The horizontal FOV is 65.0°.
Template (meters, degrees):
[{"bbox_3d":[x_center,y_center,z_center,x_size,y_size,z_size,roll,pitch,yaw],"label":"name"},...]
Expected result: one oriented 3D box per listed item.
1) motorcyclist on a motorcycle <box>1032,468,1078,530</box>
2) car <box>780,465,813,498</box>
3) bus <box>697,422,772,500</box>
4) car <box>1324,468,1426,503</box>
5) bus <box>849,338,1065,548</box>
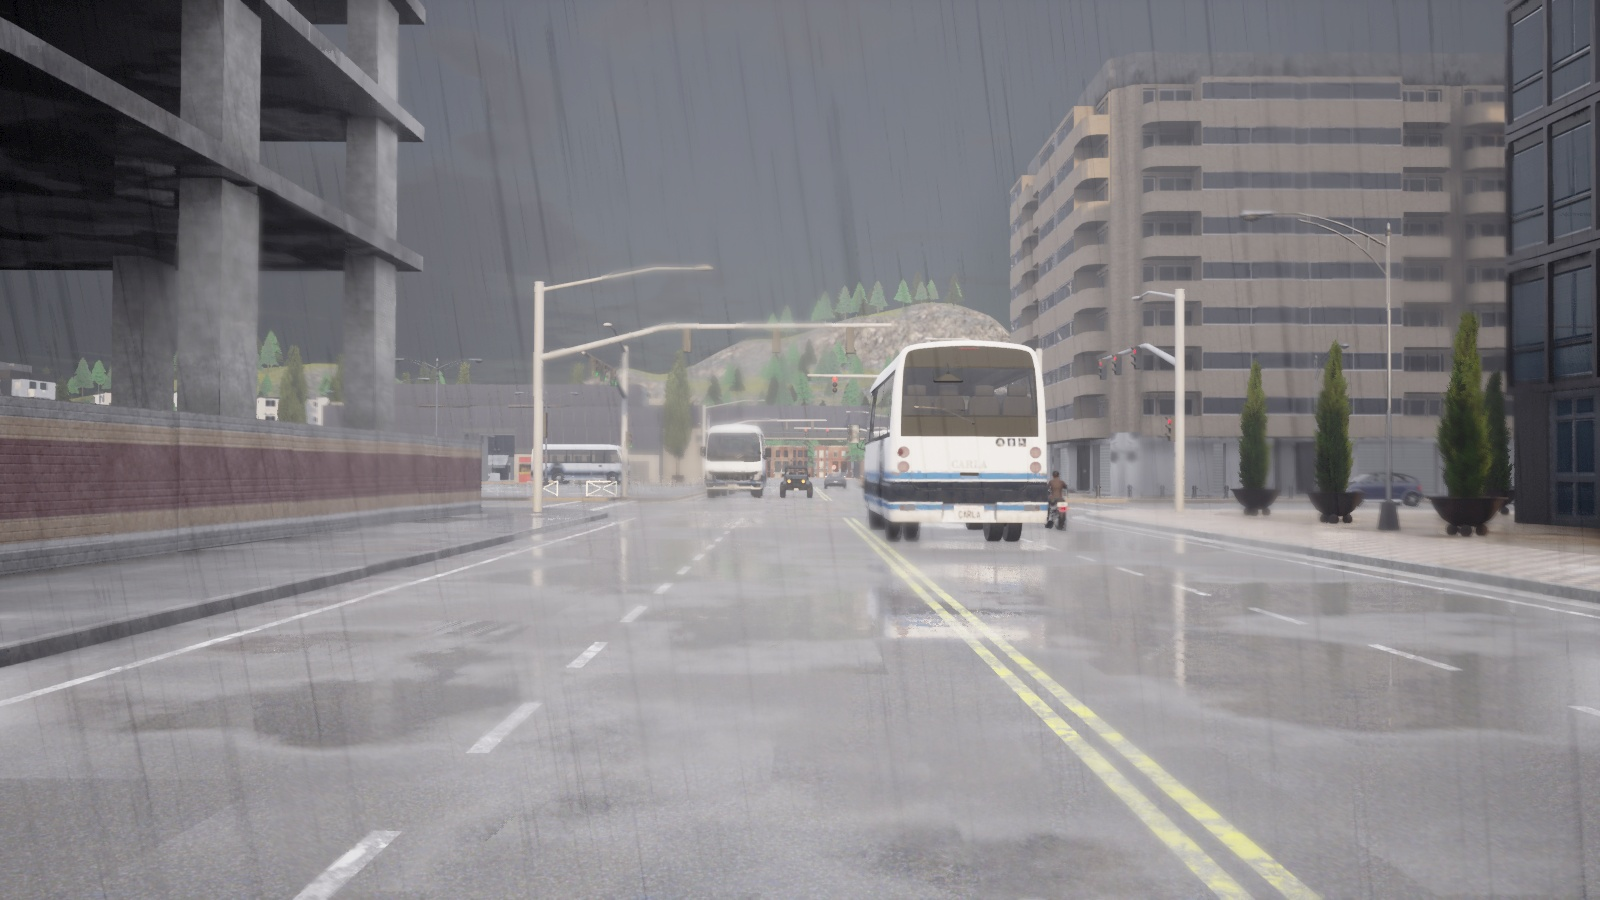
[{"bbox_3d":[6.906,1.310,34.154,0.766,1.649,2.350,0,-1,0],"label":"motorcyclist on a motorcycle"},{"bbox_3d":[-0.204,1.853,74.108,1.905,1.878,3.866,0,-1,0],"label":"car"},{"bbox_3d":[-3.709,0.698,74.342,3.944,4.253,10.273,0,-1,0],"label":"bus"},{"bbox_3d":[25.603,1.573,55.988,3.705,1.549,1.789,0,-1,0],"label":"car"},{"bbox_3d":[3.410,-0.060,30.769,3.944,4.253,10.273,0,-1,0],"label":"bus"}]
